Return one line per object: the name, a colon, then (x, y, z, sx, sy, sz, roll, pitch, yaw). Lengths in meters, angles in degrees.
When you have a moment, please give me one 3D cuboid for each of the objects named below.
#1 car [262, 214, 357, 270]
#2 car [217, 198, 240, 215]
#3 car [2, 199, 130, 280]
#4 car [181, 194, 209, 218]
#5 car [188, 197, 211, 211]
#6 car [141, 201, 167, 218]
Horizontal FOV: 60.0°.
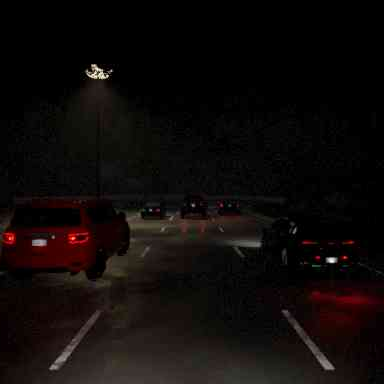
car: (3.600, 1.504, 10.984, 1.837, 1.490, 4.892, 0, 0, 0)
car: (3.752, 1.353, 34.500, 2.097, 1.767, 4.553, 0, 0, 2)
car: (-3.400, 1.222, 10.102, 2.150, 2.045, 5.566, 0, 0, 0)
car: (0.140, 1.220, 30.636, 2.150, 2.045, 5.566, 0, 0, 1)
car: (1.047, 1.491, 42.064, 2.128, 1.511, 4.902, 0, 0, 11)
car: (-3.374, 1.548, 29.978, 2.033, 1.411, 5.357, 0, 0, 1)
